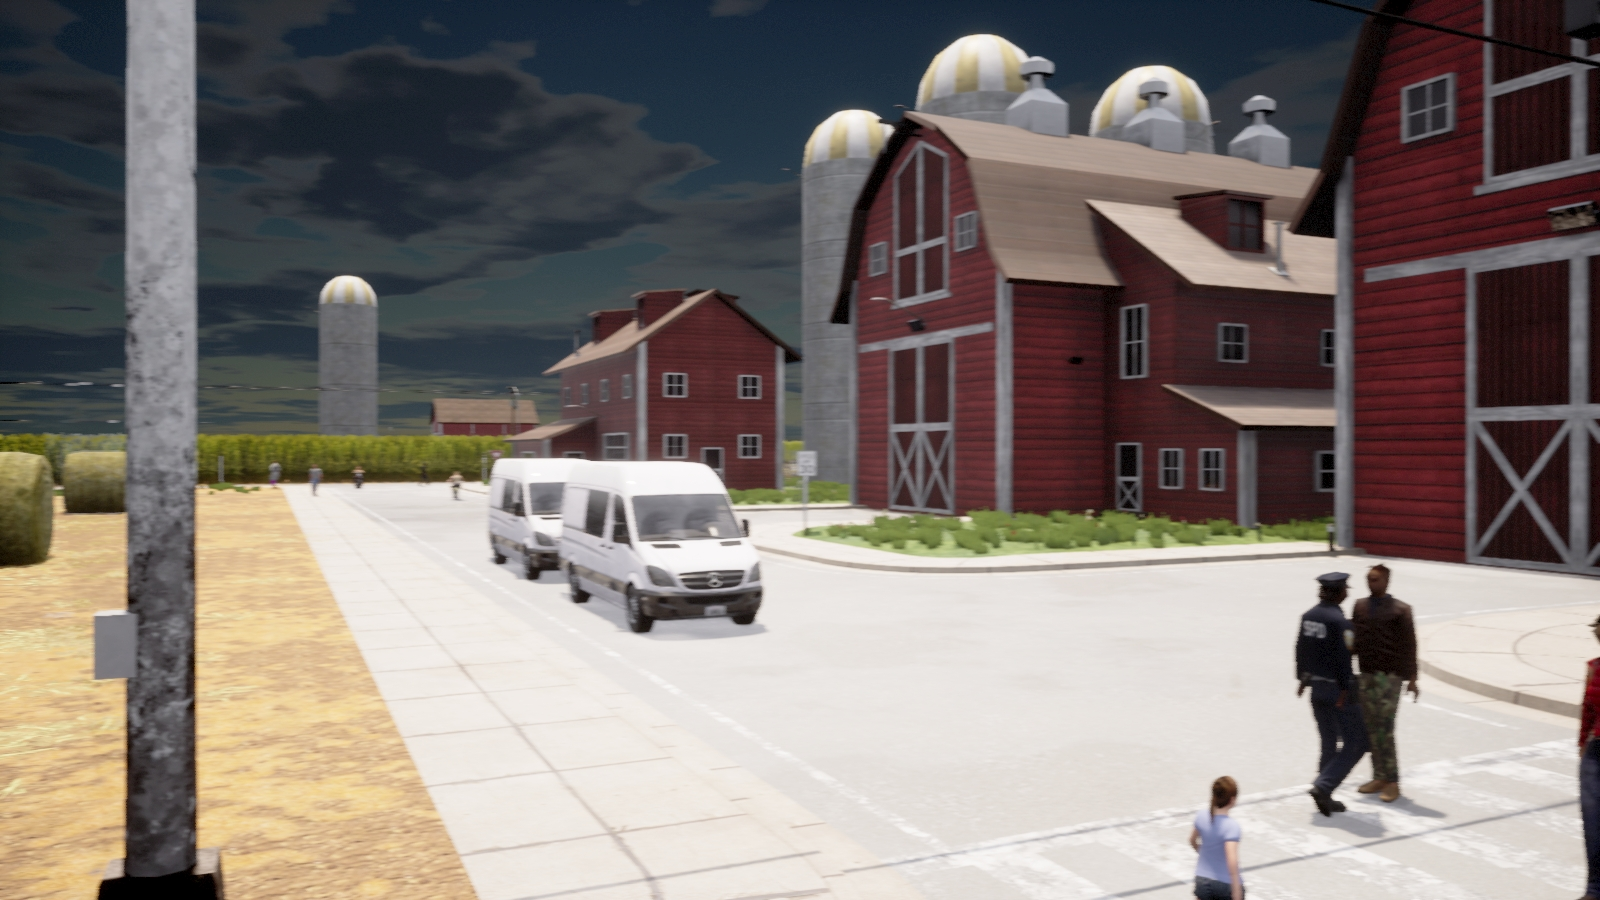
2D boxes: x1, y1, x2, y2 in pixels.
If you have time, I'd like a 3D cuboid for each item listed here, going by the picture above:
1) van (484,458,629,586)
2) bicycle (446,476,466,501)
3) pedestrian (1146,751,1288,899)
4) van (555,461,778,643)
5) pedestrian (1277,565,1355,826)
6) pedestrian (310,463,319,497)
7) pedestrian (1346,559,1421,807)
[{"bbox_3d":[-5.786,1.493,26.492,1.988,2.561,5.915,0,0,-25],"label":"van"},{"bbox_3d":[-18.744,2.097,62.284,0.859,1.276,1.487,0,0,-25],"label":"bicycle"},{"bbox_3d":[2.157,2.203,5.918,0.500,1.100,0.500,0,0,-38],"label":"pedestrian"},{"bbox_3d":[-2.502,1.494,19.502,1.988,2.561,5.915,0,0,-25],"label":"van"},{"bbox_3d":[3.879,1.819,8.600,0.375,1.860,0.375,0,0,-19],"label":"pedestrian"},{"bbox_3d":[-26.811,1.633,63.129,0.375,1.860,0.375,0,0,-9],"label":"pedestrian"},{"bbox_3d":[4.613,1.819,9.042,0.375,1.860,0.375,0,0,-27],"label":"pedestrian"}]
